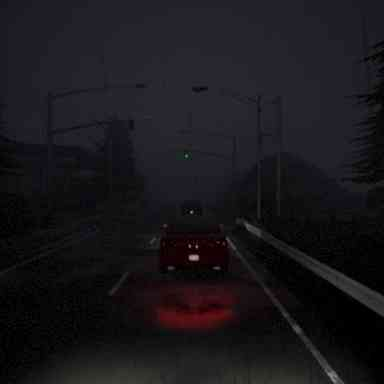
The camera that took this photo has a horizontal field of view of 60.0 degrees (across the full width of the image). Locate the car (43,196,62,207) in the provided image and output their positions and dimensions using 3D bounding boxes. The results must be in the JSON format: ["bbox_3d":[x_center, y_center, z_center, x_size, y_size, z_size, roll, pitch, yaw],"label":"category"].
[{"bbox_3d":[-20.430,1.459,47.718,2.242,1.667,4.611,0,0,-1],"label":"car"}]

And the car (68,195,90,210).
[{"bbox_3d":[-14.705,1.298,43.463,1.905,1.878,3.866,0,0,-1],"label":"car"}]

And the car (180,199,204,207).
[{"bbox_3d":[-0.024,1.416,29.734,1.837,1.490,4.892,0,-1,0],"label":"car"}]

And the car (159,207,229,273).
[{"bbox_3d":[0.047,1.478,10.746,1.882,1.535,5.008,0,0,0],"label":"car"}]
